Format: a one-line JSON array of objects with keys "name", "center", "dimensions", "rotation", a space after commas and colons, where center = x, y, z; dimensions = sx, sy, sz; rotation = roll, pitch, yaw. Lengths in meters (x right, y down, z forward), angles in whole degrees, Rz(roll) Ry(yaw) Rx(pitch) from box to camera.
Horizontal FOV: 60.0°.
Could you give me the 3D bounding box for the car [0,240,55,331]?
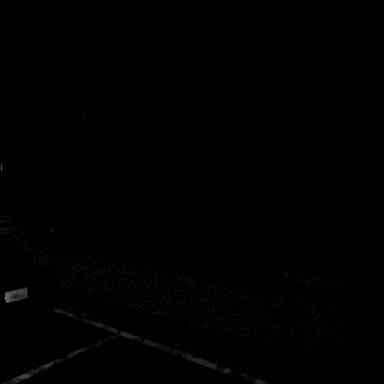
[{"name": "car", "center": [-4.273, 1.560, 6.127], "dimensions": [4.313, 1.339, 1.947], "rotation": [0, 0, 36]}]
